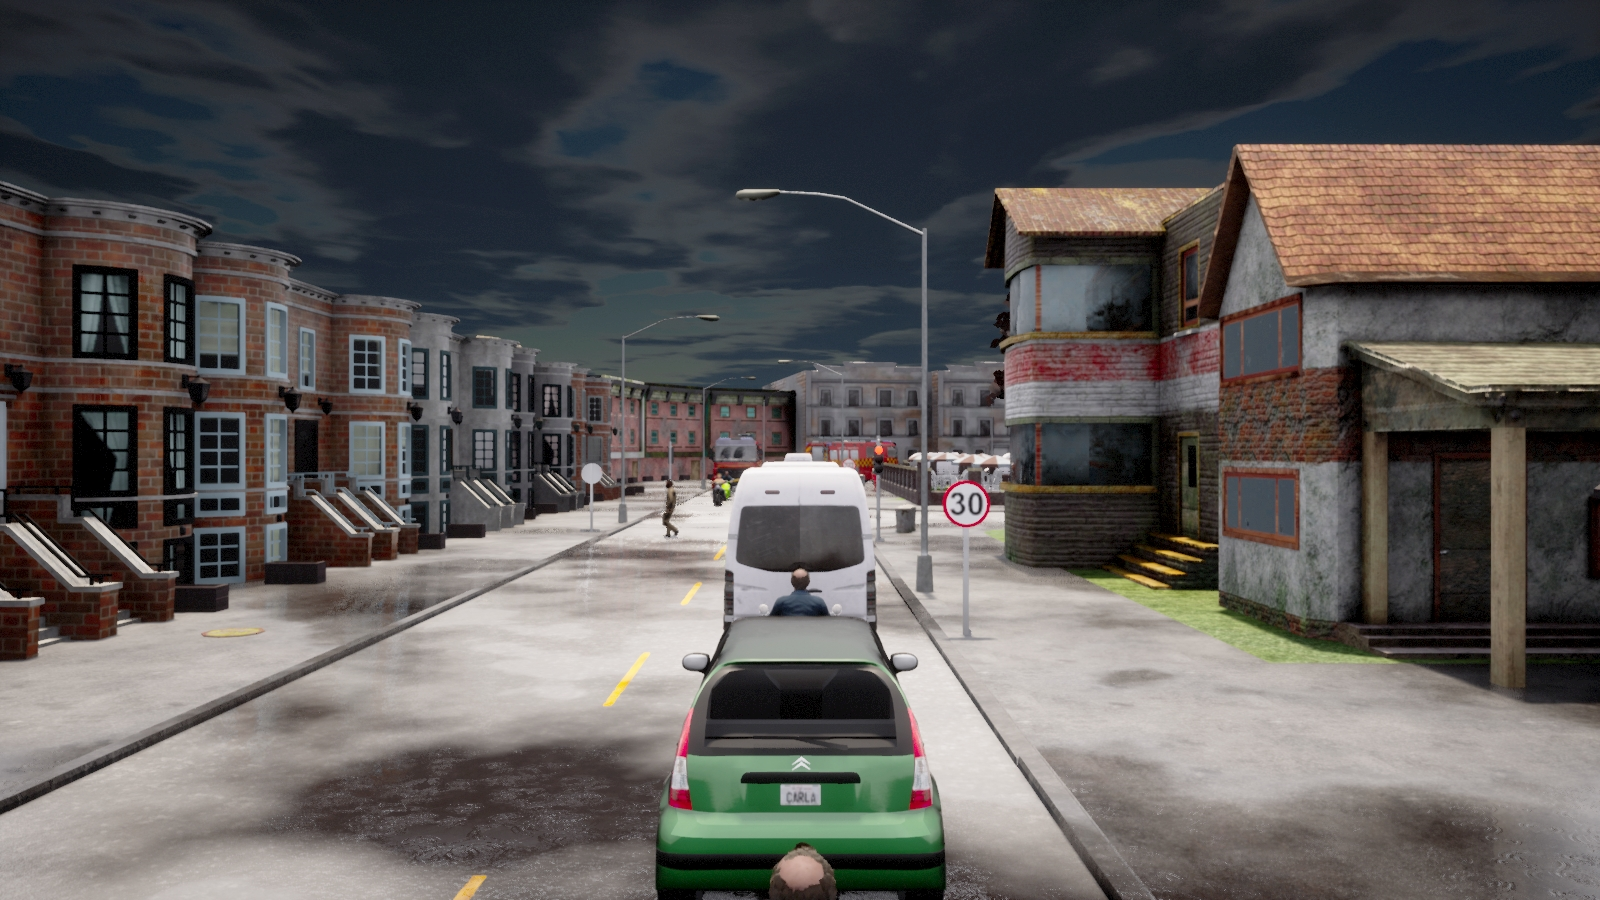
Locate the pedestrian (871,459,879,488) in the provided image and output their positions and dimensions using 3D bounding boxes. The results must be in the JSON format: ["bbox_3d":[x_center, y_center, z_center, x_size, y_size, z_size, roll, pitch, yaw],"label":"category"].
[{"bbox_3d":[4.786,1.498,72.742,0.375,1.860,0.375,0,0,-13],"label":"pedestrian"}]

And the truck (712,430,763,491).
[{"bbox_3d":[-4.030,0.643,75.326,2.891,3.827,8.468,0,0,0],"label":"truck"}]

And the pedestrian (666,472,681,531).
[{"bbox_3d":[-4.000,1.615,36.057,0.375,1.860,0.375,0,0,11],"label":"pedestrian"}]

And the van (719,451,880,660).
[{"bbox_3d":[-0.006,1.308,17.043,1.988,2.561,5.915,0,0,0],"label":"van"}]

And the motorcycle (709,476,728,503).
[{"bbox_3d":[-4.008,1.928,56.384,0.764,1.277,2.356,0,0,0],"label":"motorcycle"}]

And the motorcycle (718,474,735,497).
[{"bbox_3d":[-4.012,1.938,62.390,0.856,1.236,1.805,0,0,0],"label":"motorcycle"}]

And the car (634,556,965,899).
[{"bbox_3d":[-0.003,1.776,8.385,1.851,1.617,3.988,0,0,0],"label":"car"}]

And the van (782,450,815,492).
[{"bbox_3d":[-0.077,1.287,72.876,1.988,2.561,5.915,0,0,0],"label":"van"}]
